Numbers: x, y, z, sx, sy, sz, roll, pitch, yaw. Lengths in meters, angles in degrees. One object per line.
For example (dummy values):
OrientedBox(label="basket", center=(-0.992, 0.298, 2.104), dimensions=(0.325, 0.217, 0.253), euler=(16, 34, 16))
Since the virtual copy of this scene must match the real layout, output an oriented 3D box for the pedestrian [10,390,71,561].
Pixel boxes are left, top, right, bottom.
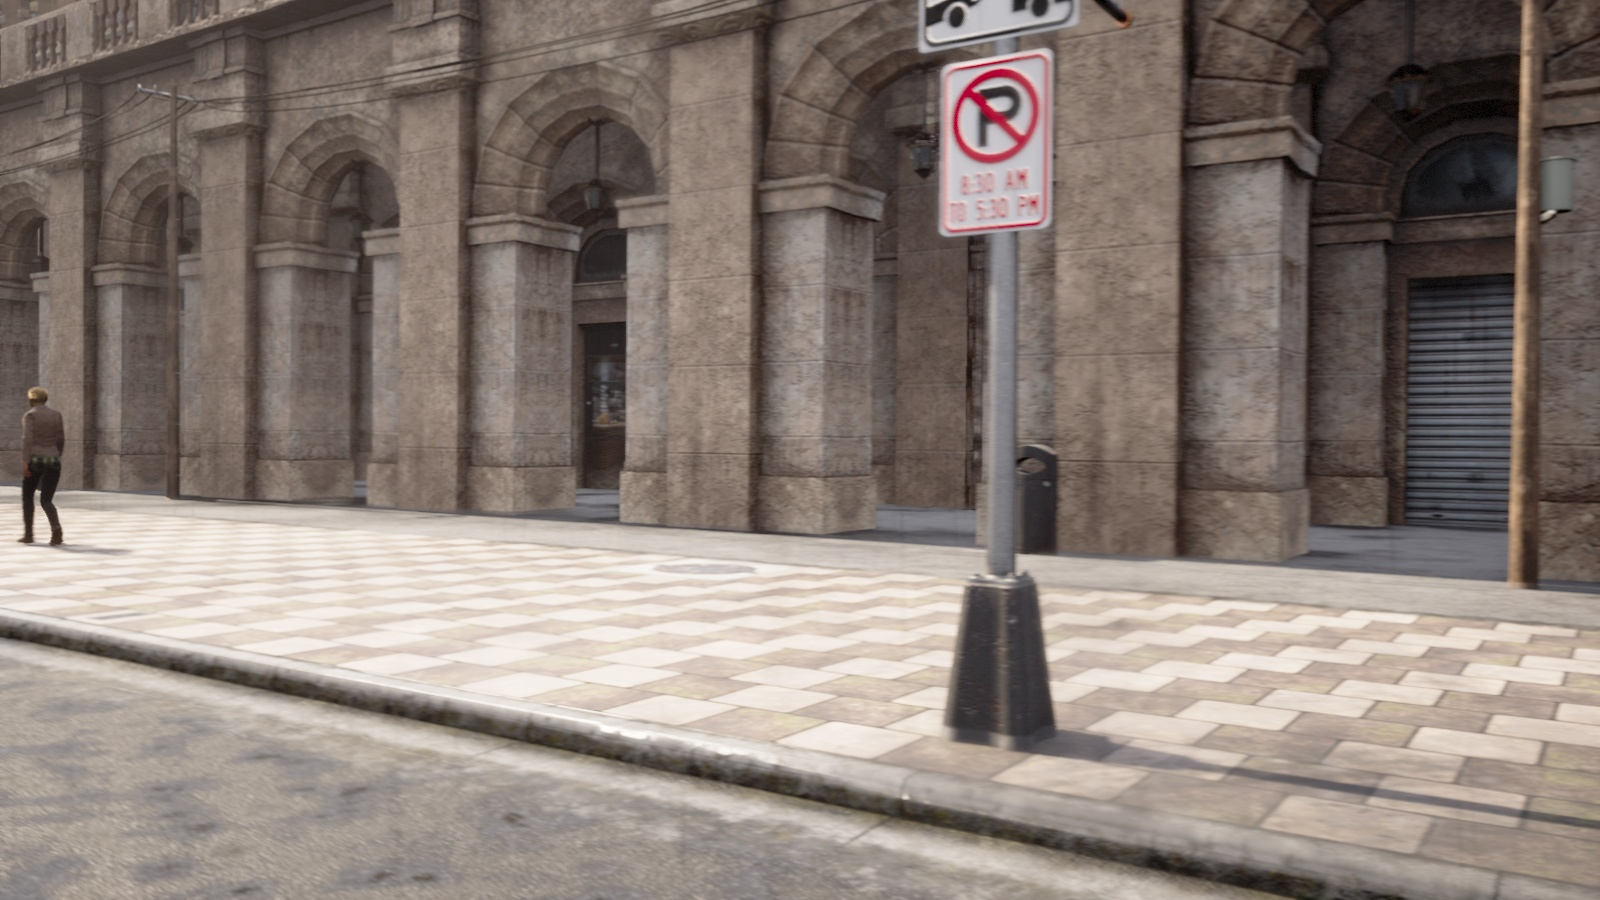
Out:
OrientedBox(label="pedestrian", center=(-8.390, 0.275, 13.866), dimensions=(0.634, 1.846, 0.331), euler=(0, 1, 36))
